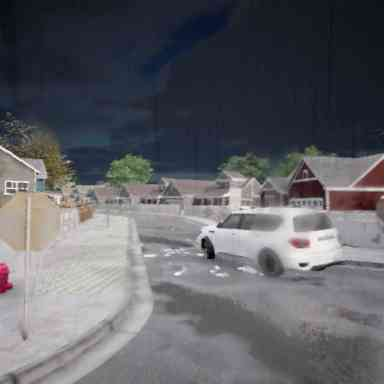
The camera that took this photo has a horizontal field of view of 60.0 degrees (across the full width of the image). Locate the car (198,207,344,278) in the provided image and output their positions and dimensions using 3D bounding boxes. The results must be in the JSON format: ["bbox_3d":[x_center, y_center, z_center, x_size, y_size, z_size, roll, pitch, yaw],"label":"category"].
[{"bbox_3d":[2.334,1.558,11.412,2.150,2.045,5.566,-2,0,-30],"label":"car"}]
